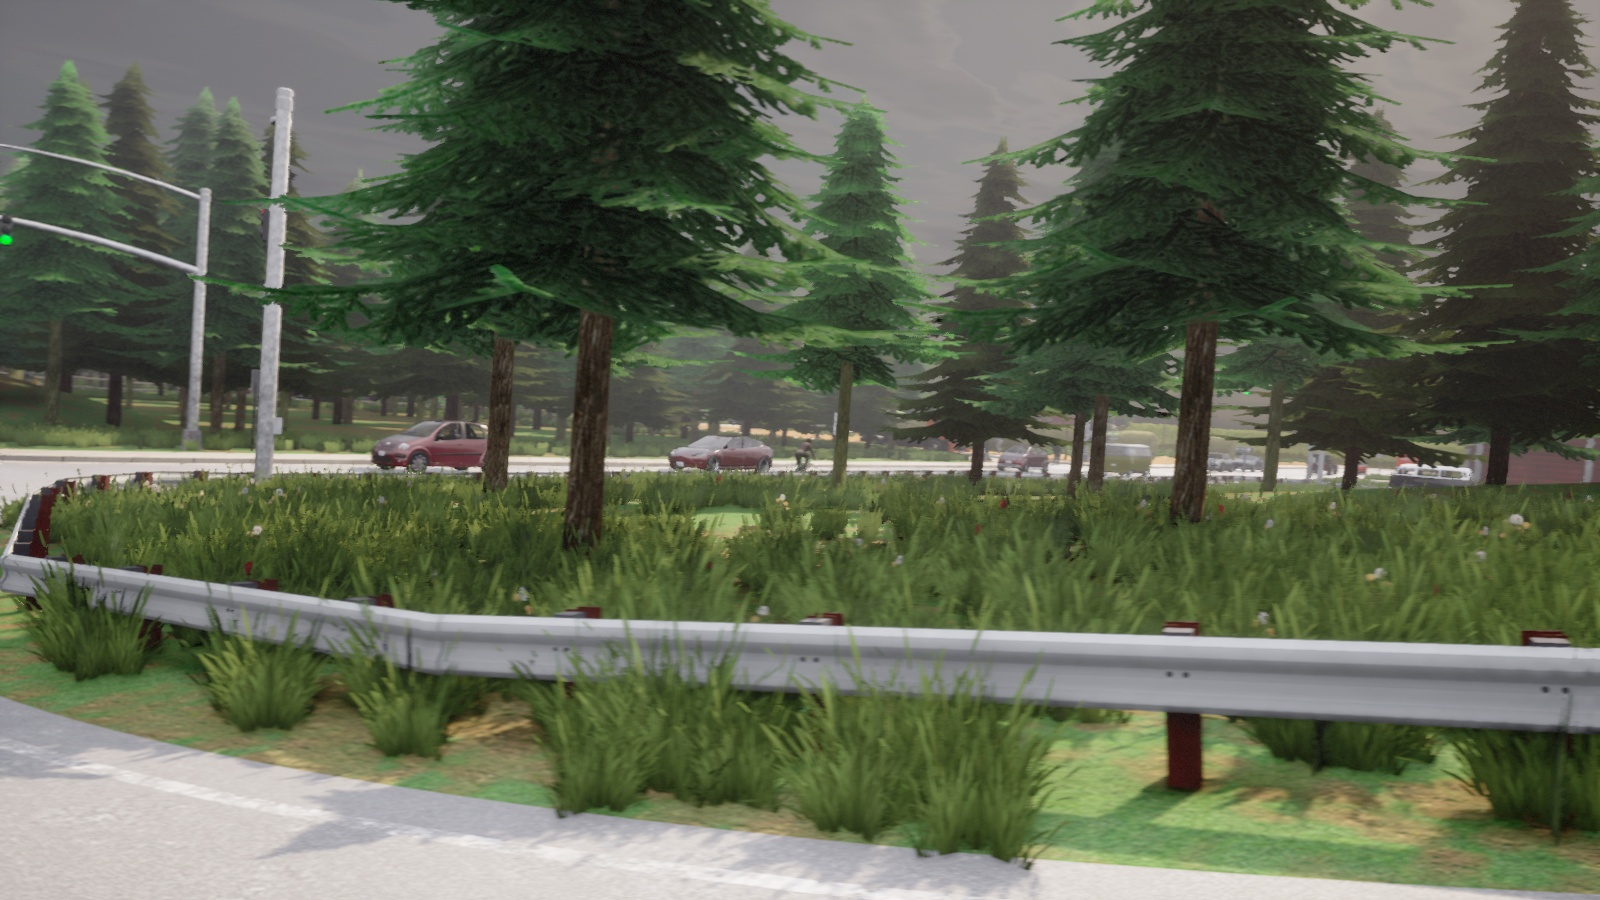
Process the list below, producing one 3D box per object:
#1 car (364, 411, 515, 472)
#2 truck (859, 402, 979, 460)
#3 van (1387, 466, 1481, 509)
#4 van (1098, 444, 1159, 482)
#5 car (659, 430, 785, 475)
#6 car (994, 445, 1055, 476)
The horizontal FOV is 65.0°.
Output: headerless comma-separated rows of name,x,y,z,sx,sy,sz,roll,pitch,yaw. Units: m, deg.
car,-10.936,-0.234,38.275,1.851,1.617,3.988,6,3,38
truck,8.491,-1.387,90.309,7.936,3.462,2.891,6,3,37
van,37.019,2.167,73.341,4.480,2.038,2.069,6,2,37
van,19.149,0.769,73.098,1.775,1.987,4.442,6,2,36
car,-2.966,0.133,48.604,2.163,1.488,4.792,6,3,37
car,12.525,0.586,69.878,1.789,1.549,3.705,6,2,36
